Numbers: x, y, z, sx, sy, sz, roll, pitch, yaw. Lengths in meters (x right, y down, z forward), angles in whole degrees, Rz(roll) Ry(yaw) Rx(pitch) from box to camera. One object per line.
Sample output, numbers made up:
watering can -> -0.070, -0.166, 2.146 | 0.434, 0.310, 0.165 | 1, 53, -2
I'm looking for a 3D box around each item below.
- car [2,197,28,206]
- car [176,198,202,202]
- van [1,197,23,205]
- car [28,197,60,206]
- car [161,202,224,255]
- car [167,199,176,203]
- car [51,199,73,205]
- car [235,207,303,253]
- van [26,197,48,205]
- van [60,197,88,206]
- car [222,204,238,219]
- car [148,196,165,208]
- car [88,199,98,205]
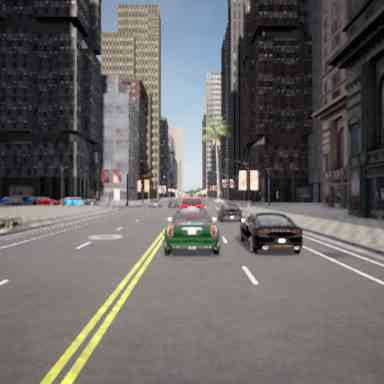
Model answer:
car -> -34.907, 2.192, 66.475 | 4.206, 1.307, 1.802 | 0, -1, 0
car -> 0.007, 1.497, 29.030 | 2.150, 2.045, 5.566 | 0, 0, 0
van -> -40.587, 2.057, 75.001 | 3.998, 1.788, 1.690 | 0, -1, 0
car -> -29.229, 1.929, 66.479 | 5.009, 1.841, 2.192 | 0, -1, 0
car -> 0.006, 1.486, 14.077 | 2.097, 1.767, 4.553 | 0, -1, 0
car -> -3.241, 2.079, 58.422 | 1.837, 1.490, 4.892 | 0, -1, 0
car -> -29.232, 2.303, 75.000 | 4.206, 1.307, 1.802 | 0, -1, 0
car -> 3.261, 1.617, 14.480 | 1.882, 1.535, 5.008 | 0, 0, 0
van -> -34.910, 2.059, 75.002 | 3.998, 1.788, 1.690 | 0, -1, 0
van -> -23.552, 1.958, 66.479 | 3.998, 1.788, 1.690 | 0, -1, 0
car -> 3.261, 1.791, 29.302 | 1.837, 1.490, 4.892 | 0, 0, 0
car -> -6.490, 1.918, 58.673 | 2.097, 1.767, 4.553 | 0, 0, 0
car -> -23.555, 2.276, 75.001 | 4.403, 1.369, 2.008 | 0, -1, 0
